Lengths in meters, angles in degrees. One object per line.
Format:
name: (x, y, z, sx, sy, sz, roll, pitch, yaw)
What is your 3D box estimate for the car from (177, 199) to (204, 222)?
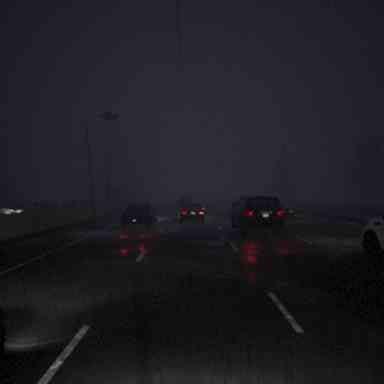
car: (0.000, 1.545, 26.236, 2.033, 1.411, 5.357, 0, 0, -1)

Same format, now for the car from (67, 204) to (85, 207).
car: (-15.084, 1.604, 42.541, 1.895, 1.301, 4.718, 0, 0, -5)

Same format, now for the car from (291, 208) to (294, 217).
car: (6.965, 1.541, 28.115, 2.033, 1.411, 5.357, 0, 0, -1)

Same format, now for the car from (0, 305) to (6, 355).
car: (-3.402, 1.353, 2.370, 2.097, 1.767, 4.553, 0, 0, 0)

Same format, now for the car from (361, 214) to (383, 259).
car: (7.080, 1.217, 9.459, 2.150, 2.045, 5.566, 0, 0, 0)

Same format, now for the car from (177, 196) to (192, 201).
car: (-0.863, 1.349, 42.354, 2.097, 1.767, 4.553, 0, 0, -5)

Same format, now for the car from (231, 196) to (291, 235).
car: (3.558, 1.218, 18.764, 2.150, 2.045, 5.566, 0, 0, 0)

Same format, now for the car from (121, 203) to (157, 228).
car: (-3.460, 1.491, 22.296, 2.128, 1.511, 4.902, 0, 0, 0)
